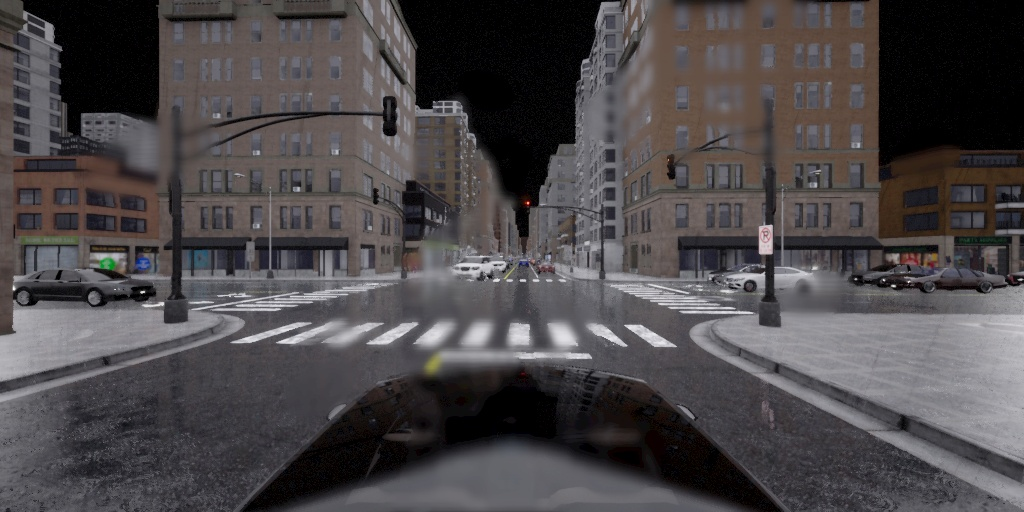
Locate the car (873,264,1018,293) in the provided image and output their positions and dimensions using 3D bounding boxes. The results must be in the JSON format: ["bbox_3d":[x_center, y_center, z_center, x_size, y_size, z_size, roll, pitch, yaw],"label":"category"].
[{"bbox_3d":[24.374,1.325,20.329,5.357,1.411,2.033,0,0,2],"label":"car"}]

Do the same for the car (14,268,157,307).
[{"bbox_3d":[-17.632,1.239,14.858,4.892,1.490,1.837,0,0,2],"label":"car"}]

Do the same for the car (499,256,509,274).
[{"bbox_3d":[-1.861,0.994,42.768,2.150,2.045,5.566,0,0,2],"label":"car"}]

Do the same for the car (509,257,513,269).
[{"bbox_3d":[-1.394,1.137,55.816,2.097,1.767,4.553,0,0,2],"label":"car"}]

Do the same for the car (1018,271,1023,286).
[{"bbox_3d":[35.065,1.360,23.257,4.181,1.385,1.994,0,0,2],"label":"car"}]

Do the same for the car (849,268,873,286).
[{"bbox_3d":[25.083,1.283,23.559,4.892,1.490,1.837,0,0,2],"label":"car"}]

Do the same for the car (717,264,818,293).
[{"bbox_3d":[14.787,1.291,20.610,4.674,1.442,1.812,0,0,3],"label":"car"}]

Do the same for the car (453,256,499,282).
[{"bbox_3d":[-3.022,0.978,29.763,2.150,2.045,5.566,0,0,11],"label":"car"}]

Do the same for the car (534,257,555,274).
[{"bbox_3d":[3.849,1.210,40.936,1.967,1.591,4.097,0,0,2],"label":"car"}]

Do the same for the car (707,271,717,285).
[{"bbox_3d":[15.666,1.257,23.836,4.902,1.511,2.128,0,0,2],"label":"car"}]
